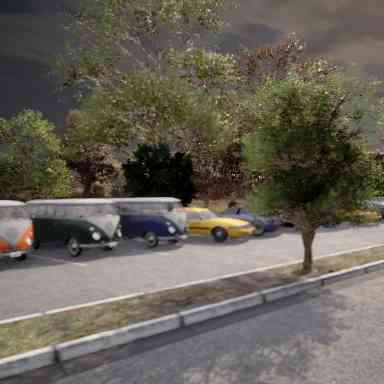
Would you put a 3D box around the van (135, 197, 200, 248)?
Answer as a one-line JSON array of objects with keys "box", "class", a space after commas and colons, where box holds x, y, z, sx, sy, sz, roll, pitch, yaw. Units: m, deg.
[{"box": [-2.123, 1.238, 14.432, 4.442, 1.987, 1.878, -1, -1, 34], "class": "van"}]

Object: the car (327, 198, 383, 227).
[{"box": [10.035, 1.372, 23.048, 5.366, 1.575, 1.946, -1, -1, 34], "class": "car"}]

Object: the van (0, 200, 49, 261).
[{"box": [-6.968, 1.273, 10.968, 4.442, 1.987, 1.878, -1, -1, 35], "class": "van"}]

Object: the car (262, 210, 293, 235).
[{"box": [2.600, 1.460, 17.965, 4.792, 1.488, 2.163, -1, 0, 34], "class": "car"}]

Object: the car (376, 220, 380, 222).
[{"box": [6.762, 1.432, 7.966, 4.902, 1.511, 2.128, -1, 0, -35], "class": "car"}]

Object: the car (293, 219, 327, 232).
[{"box": [5.073, 1.442, 19.668, 4.792, 1.488, 2.163, -1, -1, 34], "class": "car"}]

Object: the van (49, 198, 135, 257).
[{"box": [-4.546, 1.255, 12.700, 4.442, 1.987, 1.878, -1, -1, 35], "class": "van"}]

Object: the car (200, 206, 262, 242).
[{"box": [0.359, 1.442, 16.118, 5.366, 1.575, 1.946, -1, -1, 35], "class": "car"}]
